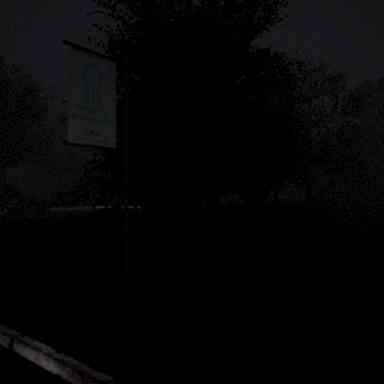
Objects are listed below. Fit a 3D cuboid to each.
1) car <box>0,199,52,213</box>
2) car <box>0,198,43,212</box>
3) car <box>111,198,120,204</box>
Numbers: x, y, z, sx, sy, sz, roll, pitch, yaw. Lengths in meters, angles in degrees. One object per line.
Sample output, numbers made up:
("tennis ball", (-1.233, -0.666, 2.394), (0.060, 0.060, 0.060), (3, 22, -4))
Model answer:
("car", (-18.148, 1.597, 36.659), (1.895, 1.301, 4.718), (0, 0, 39))
("car", (-20.368, 1.521, 39.489), (1.812, 1.442, 4.674), (0, 0, 39))
("car", (-10.474, 1.433, 52.075), (2.128, 1.511, 4.902), (0, 1, 37))
